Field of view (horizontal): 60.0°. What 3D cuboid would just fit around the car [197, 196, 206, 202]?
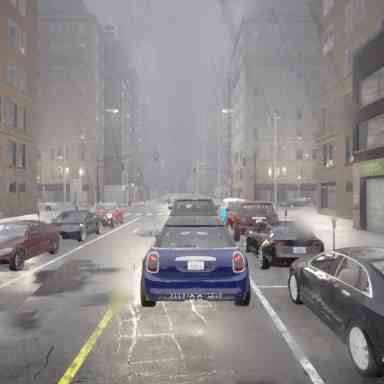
[{"bbox_3d":[2.105,1.622,77.093,1.802,1.307,4.206,0,0,-1],"label":"car"}]

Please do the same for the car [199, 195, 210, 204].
[{"bbox_3d":[2.386,1.468,65.787,1.967,1.590,4.097,0,0,-1],"label":"car"}]

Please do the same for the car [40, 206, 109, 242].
[{"bbox_3d":[-5.710,1.566,16.342,1.947,1.339,4.313,0,0,0],"label":"car"}]

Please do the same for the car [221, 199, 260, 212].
[{"bbox_3d":[5.567,1.552,38.710,4.181,1.385,1.994,0,0,0],"label":"car"}]

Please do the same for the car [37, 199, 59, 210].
[{"bbox_3d":[-17.873,1.540,38.519,4.674,1.442,1.812,0,0,-2],"label":"car"}]

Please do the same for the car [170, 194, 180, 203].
[{"bbox_3d":[-3.613,1.389,71.362,2.097,1.767,4.553,0,0,-1],"label":"car"}]

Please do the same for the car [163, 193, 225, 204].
[{"bbox_3d":[0.058,1.222,15.487,2.150,2.045,5.566,0,0,0],"label":"car"}]

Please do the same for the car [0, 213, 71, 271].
[{"bbox_3d":[-5.694,1.582,10.817,1.802,1.307,4.206,0,0,0],"label":"car"}]

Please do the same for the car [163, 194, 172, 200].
[{"bbox_3d":[-6.841,1.391,93.850,2.192,1.841,5.009,0,0,-1],"label":"car"}]

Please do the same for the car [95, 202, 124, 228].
[{"bbox_3d":[-5.726,1.441,21.867,1.967,1.590,4.097,0,0,0],"label":"car"}]

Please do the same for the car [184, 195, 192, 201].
[{"bbox_3d":[-1.099,1.616,91.021,1.994,1.385,4.181,0,0,-1],"label":"car"}]

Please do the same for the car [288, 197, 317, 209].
[{"bbox_3d":[14.912,1.481,45.489,4.902,1.511,2.128,0,0,0],"label":"car"}]

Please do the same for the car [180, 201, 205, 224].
[{"bbox_3d":[0.025,1.526,26.053,1.812,1.442,4.674,0,0,-1],"label":"car"}]

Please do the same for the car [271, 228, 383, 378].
[{"bbox_3d":[2.848,1.551,5.327,2.008,1.369,4.403,0,0,0],"label":"car"}]

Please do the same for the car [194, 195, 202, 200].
[{"bbox_3d":[1.682,1.620,94.048,1.887,1.381,4.507,0,0,-1],"label":"car"}]

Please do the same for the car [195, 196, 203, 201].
[{"bbox_3d":[1.824,1.640,88.395,1.802,1.307,4.206,0,0,-1],"label":"car"}]

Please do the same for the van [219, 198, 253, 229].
[{"bbox_3d":[2.800,1.342,21.898,1.690,1.788,3.998,0,0,0],"label":"van"}]

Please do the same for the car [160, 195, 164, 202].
[{"bbox_3d":[-6.417,1.480,76.890,1.967,1.590,4.097,0,0,-1],"label":"car"}]

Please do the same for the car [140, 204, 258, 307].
[{"bbox_3d":[0.030,1.352,8.152,2.097,1.767,4.553,0,0,-1],"label":"car"}]

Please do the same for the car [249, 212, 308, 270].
[{"bbox_3d":[2.831,1.566,10.850,1.947,1.339,4.313,0,0,0],"label":"car"}]

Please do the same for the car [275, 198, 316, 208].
[{"bbox_3d":[15.047,1.541,48.741,5.357,1.411,2.033,0,0,0],"label":"car"}]

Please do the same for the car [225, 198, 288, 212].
[{"bbox_3d":[2.816,1.315,16.374,2.192,1.841,5.009,0,0,0],"label":"car"}]
